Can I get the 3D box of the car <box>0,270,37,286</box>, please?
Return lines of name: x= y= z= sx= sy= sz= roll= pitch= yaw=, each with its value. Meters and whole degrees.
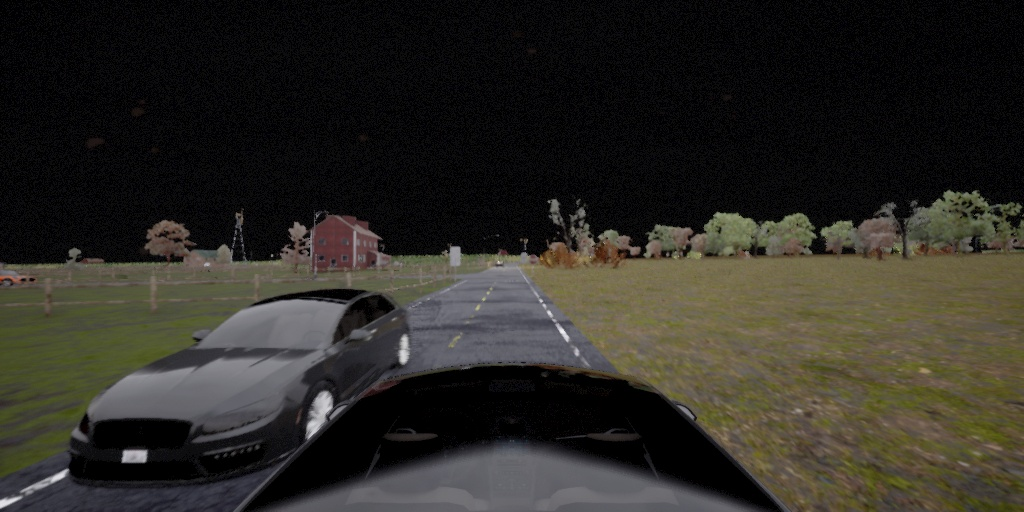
car: x=-52.693 y=2.235 z=37.188 sx=4.553 sy=1.767 sz=2.097 roll=-1 pitch=-1 yaw=-7

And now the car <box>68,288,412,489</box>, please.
car: x=-2.852 y=1.280 z=5.138 sx=1.837 sy=1.490 sz=4.892 roll=0 pitch=0 yaw=0
